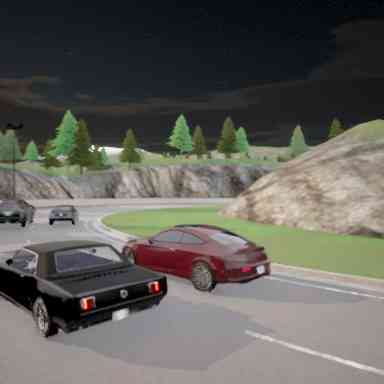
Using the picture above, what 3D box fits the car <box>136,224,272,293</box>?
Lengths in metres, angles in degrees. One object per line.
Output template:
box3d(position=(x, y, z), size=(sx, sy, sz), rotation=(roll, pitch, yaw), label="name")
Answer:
box3d(position=(-0.089, 1.606, 9.162), size=(4.674, 1.442, 1.812), rotation=(0, 0, 44), label="car")

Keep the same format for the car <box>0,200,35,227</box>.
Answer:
box3d(position=(-12.820, 1.504, 24.058), size=(2.097, 1.767, 4.553), rotation=(0, -1, -18), label="car")

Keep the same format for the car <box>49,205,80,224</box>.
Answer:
box3d(position=(-10.087, 1.731, 26.471), size=(2.033, 1.411, 5.357), rotation=(0, 0, -14), label="car")

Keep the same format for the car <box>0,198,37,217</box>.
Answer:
box3d(position=(-17.987, 1.568, 34.227), size=(2.097, 1.767, 4.553), rotation=(0, 0, -3), label="car")

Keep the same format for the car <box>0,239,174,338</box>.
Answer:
box3d(position=(-2.700, 1.650, 6.800), size=(4.718, 1.301, 1.895), rotation=(0, -1, 45), label="car")
